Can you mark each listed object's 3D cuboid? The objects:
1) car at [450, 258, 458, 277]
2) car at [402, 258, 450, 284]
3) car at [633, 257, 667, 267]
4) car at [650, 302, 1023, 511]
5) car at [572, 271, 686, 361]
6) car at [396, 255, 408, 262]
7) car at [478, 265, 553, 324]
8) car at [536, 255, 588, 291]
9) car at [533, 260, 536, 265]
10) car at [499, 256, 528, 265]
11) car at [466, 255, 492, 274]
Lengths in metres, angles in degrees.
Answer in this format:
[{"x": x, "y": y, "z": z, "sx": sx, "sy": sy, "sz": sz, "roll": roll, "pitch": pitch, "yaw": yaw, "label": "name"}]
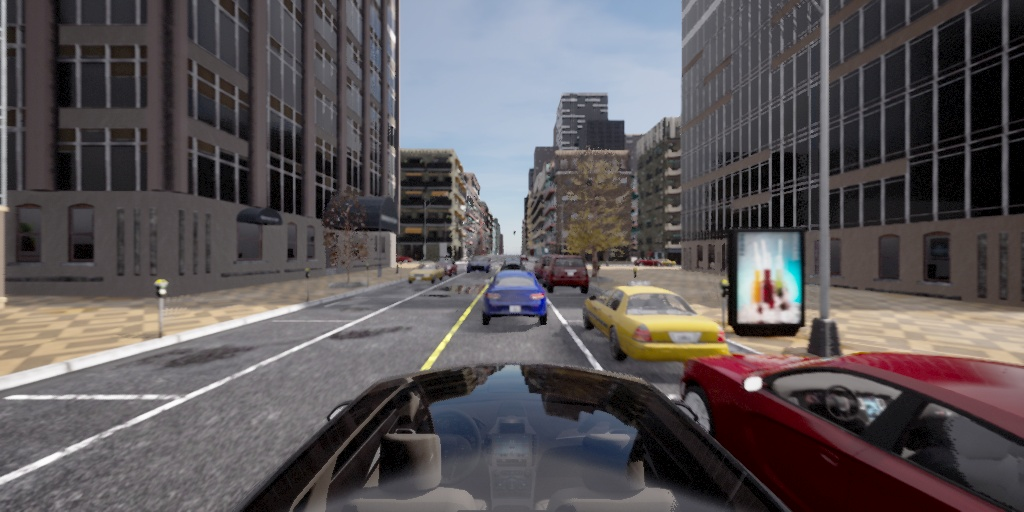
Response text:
[{"x": -5.702, "y": 0.886, "z": 29.984, "sx": 1.967, "sy": 1.591, "sz": 4.097, "roll": 0, "pitch": 0, "yaw": 0, "label": "car"}, {"x": -5.700, "y": 1.031, "z": 24.255, "sx": 1.751, "sy": 1.417, "sz": 4.829, "roll": 0, "pitch": 0, "yaw": 0, "label": "car"}, {"x": 20.810, "y": 0.926, "z": 54.703, "sx": 4.097, "sy": 1.591, "sz": 1.967, "roll": 0, "pitch": 0, "yaw": 0, "label": "car"}, {"x": 2.691, "y": 1.290, "z": 2.192, "sx": 1.888, "sy": 1.381, "sz": 4.507, "roll": 0, "pitch": 0, "yaw": 0, "label": "car"}, {"x": 2.689, "y": 1.210, "z": 7.920, "sx": 1.751, "sy": 1.417, "sz": 4.829, "roll": 0, "pitch": 0, "yaw": 0, "label": "car"}, {"x": -17.287, "y": 0.445, "z": 54.358, "sx": 4.507, "sy": 1.381, "sz": 1.888, "roll": 0, "pitch": 0, "yaw": 0, "label": "car"}, {"x": 0.078, "y": 1.171, "z": 11.441, "sx": 1.812, "sy": 1.442, "sz": 4.674, "roll": 0, "pitch": 0, "yaw": 0, "label": "car"}, {"x": 2.683, "y": 0.879, "z": 18.868, "sx": 2.192, "sy": 1.841, "sz": 5.009, "roll": 0, "pitch": 0, "yaw": 0, "label": "car"}, {"x": 2.681, "y": 0.819, "z": 24.427, "sx": 2.192, "sy": 1.841, "sz": 5.009, "roll": 0, "pitch": 0, "yaw": 0, "label": "car"}, {"x": 0.073, "y": 0.977, "z": 27.425, "sx": 1.837, "sy": 1.490, "sz": 4.892, "roll": 0, "pitch": 1, "yaw": 0, "label": "car"}, {"x": -3.100, "y": 0.750, "z": 34.407, "sx": 2.097, "sy": 1.767, "sz": 4.553, "roll": 0, "pitch": 1, "yaw": 0, "label": "car"}]
